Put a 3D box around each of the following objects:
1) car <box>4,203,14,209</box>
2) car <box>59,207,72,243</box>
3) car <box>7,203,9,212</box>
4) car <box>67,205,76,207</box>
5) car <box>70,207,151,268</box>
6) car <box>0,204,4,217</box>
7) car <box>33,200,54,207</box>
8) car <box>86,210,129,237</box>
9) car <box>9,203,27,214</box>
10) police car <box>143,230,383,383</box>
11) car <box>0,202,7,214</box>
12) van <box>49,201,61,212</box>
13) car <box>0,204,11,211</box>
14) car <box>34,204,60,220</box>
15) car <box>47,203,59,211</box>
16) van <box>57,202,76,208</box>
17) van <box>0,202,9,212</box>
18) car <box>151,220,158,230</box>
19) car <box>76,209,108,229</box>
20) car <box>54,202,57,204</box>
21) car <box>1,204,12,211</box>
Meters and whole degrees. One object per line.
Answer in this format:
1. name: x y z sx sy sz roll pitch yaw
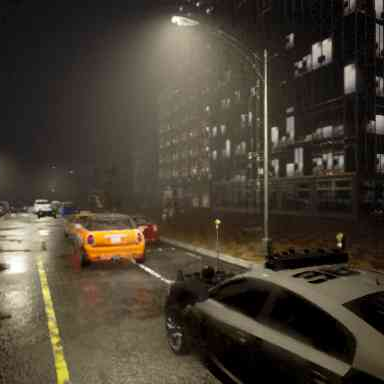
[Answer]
1. car: -42.561 3.231 77.364 1.947 1.339 4.313 0 -1 -26
2. car: -5.930 1.824 18.262 1.801 1.575 5.366 0 -1 -26
3. car: -27.841 2.578 47.658 1.947 1.339 4.313 0 -1 -26
4. car: -10.519 2.220 31.572 1.802 1.307 4.206 0 -1 -26
5. car: -3.300 1.605 12.672 2.097 1.767 4.553 0 -1 -24
6. car: -22.935 2.351 37.757 2.008 1.369 4.403 0 -1 -26
7. car: -21.509 2.212 47.711 2.150 2.045 5.566 0 -1 -26
8. car: -5.688 1.961 21.824 1.752 1.417 4.829 0 -1 -26
9. car: -26.077 2.408 50.172 2.097 1.767 4.553 0 -1 -26
10. police car: 1.222 1.497 3.860 1.930 1.638 5.238 0 -1 -26
11. car: -25.389 2.346 42.708 1.967 1.590 4.097 0 -1 -26
12. van: -25.242 2.616 61.284 1.690 1.788 3.998 0 -1 -26
13. car: -35.202 2.919 62.511 1.802 1.307 4.206 0 -1 -26
14. car: -16.316 2.369 37.300 1.895 1.301 4.718 0 -1 -26
15. car: -27.768 2.913 66.383 1.752 1.417 4.829 0 -1 -26
16. van: -15.428 2.188 41.479 1.690 1.788 3.998 0 -1 -26
17. van: -32.751 2.569 57.564 1.690 1.788 3.998 0 -1 -26
18. car: -3.160 1.769 16.721 1.967 1.590 4.097 0 -1 -26
19. car: -8.066 2.117 26.622 1.802 1.307 4.206 0 -1 -26
20. car: -17.954 2.481 46.579 1.752 1.417 4.829 0 -1 -26
21. car: -37.655 3.028 67.461 1.802 1.307 4.206 0 -1 -26
